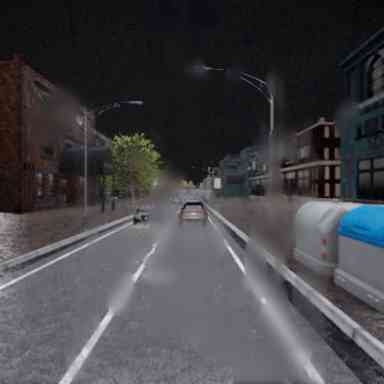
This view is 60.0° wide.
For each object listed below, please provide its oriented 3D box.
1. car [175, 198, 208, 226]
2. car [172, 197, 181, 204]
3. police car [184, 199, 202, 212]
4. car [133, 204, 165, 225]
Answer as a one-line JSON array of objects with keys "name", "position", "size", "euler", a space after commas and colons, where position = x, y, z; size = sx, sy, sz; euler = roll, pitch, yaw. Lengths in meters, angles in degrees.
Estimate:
[{"name": "car", "position": [0.107, 1.477, 23.756], "size": [2.033, 1.649, 4.856], "euler": [0, 0, 0]}, {"name": "car", "position": [-2.990, 1.709, 66.095], "size": [2.128, 1.511, 4.902], "euler": [0, 0, 0]}, {"name": "police car", "position": [0.113, 1.648, 41.831], "size": [2.038, 1.542, 4.974], "euler": [0, 0, 0]}, {"name": "car", "position": [-3.089, 1.616, 24.616], "size": [1.994, 1.385, 4.181], "euler": [0, 0, 0]}]
